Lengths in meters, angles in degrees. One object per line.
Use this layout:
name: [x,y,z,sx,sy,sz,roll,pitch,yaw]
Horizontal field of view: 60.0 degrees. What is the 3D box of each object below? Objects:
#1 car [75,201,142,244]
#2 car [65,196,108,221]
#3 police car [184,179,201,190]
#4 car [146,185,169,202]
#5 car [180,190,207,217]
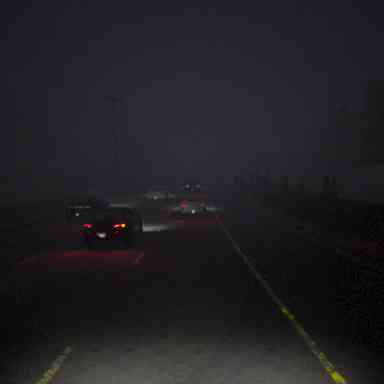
car: [-3.404,1.379,14.872,1.812,1.442,4.674,0,2,0]
car: [-6.907,0.991,22.438,2.128,1.511,4.902,0,4,0]
police car: [0.021,-0.756,40.063,2.038,1.542,4.974,0,8,0]
car: [-3.446,0.065,33.534,1.812,1.442,4.674,0,6,0]
car: [0.090,0.905,24.229,1.812,1.442,4.674,0,4,0]
